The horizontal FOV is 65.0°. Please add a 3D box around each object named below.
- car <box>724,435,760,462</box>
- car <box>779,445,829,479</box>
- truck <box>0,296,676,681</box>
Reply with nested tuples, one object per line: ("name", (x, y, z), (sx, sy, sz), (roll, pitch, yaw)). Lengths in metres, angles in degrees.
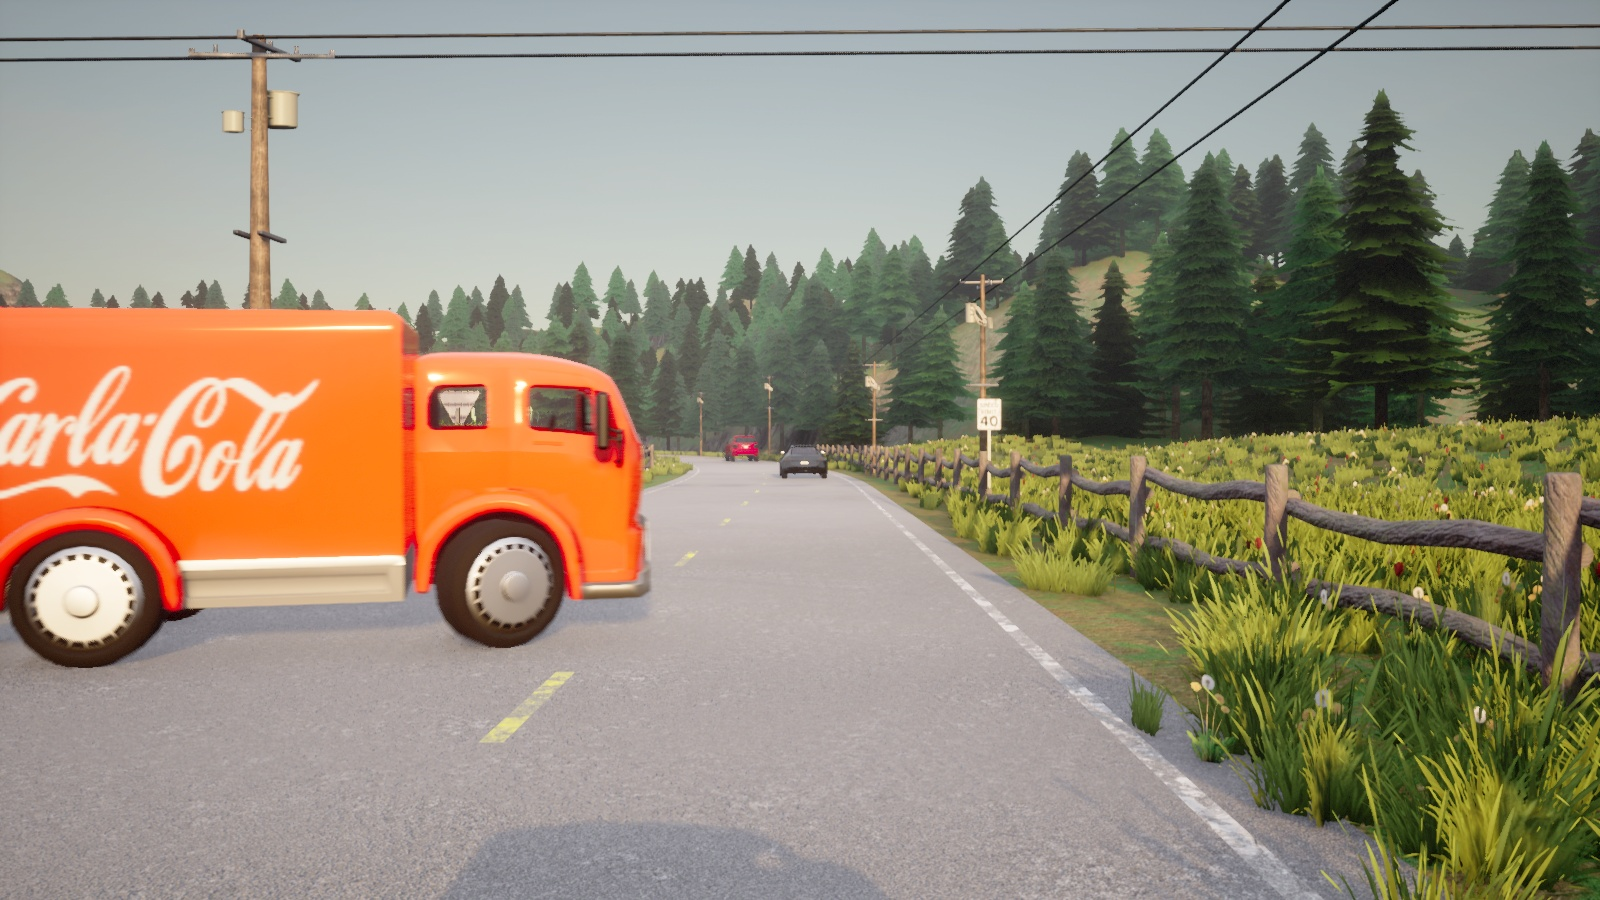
("car", (-4.601, -0.127, 98.481), (2.150, 2.045, 5.566), (0, 0, -10))
("car", (0.120, 0.489, 53.792), (1.994, 1.385, 4.181), (0, 0, -2))
("truck", (-3.753, 0.195, 9.753), (5.204, 2.467, 2.627), (0, 2, -15))
